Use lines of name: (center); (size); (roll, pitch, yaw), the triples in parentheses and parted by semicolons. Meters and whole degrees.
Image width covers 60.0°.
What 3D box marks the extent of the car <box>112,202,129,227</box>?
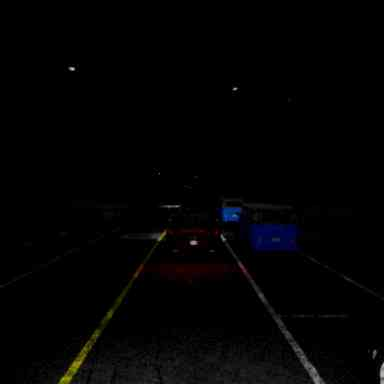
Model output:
car: (-5.776, 1.491, 22.280); (1.752, 1.417, 4.829); (0, 0, 0)

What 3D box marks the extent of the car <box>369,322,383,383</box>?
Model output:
car: (2.763, 1.547, 1.903); (2.008, 1.369, 4.403); (0, 0, 0)

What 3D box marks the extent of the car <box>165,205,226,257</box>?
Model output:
car: (0.057, 1.457, 12.925); (1.882, 1.535, 5.008); (0, 0, 0)

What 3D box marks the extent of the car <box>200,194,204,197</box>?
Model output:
car: (2.726, 1.478, 53.947); (2.008, 1.369, 4.403); (0, 0, 0)

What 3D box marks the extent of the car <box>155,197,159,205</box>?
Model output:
car: (-5.791, 1.484, 43.055); (1.887, 1.381, 4.507); (0, 0, 0)

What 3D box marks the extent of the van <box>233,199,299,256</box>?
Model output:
van: (2.756, 1.320, 12.729); (1.690, 1.788, 3.998); (0, 0, 0)

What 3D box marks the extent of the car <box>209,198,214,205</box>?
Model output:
car: (2.744, 1.481, 29.139); (1.752, 1.417, 4.829); (0, 0, 0)

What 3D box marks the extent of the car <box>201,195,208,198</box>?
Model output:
car: (2.730, 1.483, 48.954); (2.008, 1.369, 4.403); (0, 0, 0)

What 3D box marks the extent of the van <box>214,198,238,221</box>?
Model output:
van: (2.748, 1.304, 23.556); (1.690, 1.788, 3.998); (0, 0, 0)

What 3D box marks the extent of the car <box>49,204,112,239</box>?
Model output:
car: (-5.773, 1.539, 17.160); (1.947, 1.339, 4.313); (0, 0, 0)

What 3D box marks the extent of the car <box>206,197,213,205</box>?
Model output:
car: (2.740, 1.515, 34.383); (1.947, 1.339, 4.313); (0, 0, 0)

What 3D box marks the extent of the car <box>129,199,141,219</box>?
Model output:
car: (-5.780, 1.509, 27.739); (2.008, 1.369, 4.403); (0, 0, 0)

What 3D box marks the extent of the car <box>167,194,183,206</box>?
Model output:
car: (-3.086, 1.474, 54.935); (2.033, 1.411, 5.357); (0, 0, 1)

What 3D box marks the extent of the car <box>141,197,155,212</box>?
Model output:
car: (-5.787, 1.496, 37.611); (2.008, 1.369, 4.403); (0, 0, 0)

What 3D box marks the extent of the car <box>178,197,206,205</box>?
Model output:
car: (0.050, 1.462, 29.042); (1.837, 1.490, 4.892); (0, 1, 0)

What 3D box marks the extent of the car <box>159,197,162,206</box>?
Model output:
car: (-5.799, 1.478, 53.944); (2.008, 1.369, 4.403); (0, 0, 0)
